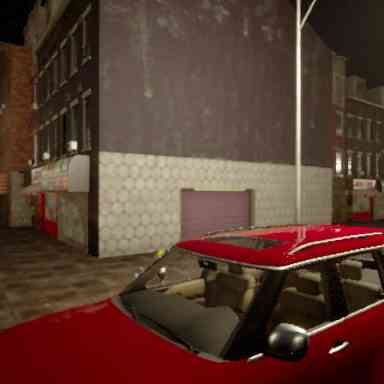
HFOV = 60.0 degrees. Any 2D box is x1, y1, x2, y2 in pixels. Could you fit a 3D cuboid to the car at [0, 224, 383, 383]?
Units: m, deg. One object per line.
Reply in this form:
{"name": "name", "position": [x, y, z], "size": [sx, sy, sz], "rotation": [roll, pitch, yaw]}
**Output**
{"name": "car", "position": [0.633, 1.335, 3.270], "size": [5.009, 1.841, 2.192], "rotation": [1, -1, -35]}
